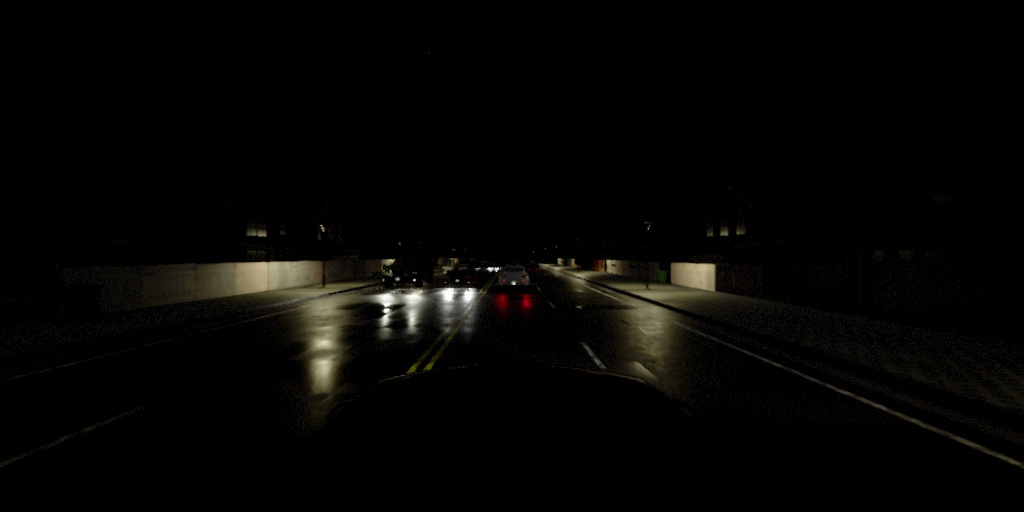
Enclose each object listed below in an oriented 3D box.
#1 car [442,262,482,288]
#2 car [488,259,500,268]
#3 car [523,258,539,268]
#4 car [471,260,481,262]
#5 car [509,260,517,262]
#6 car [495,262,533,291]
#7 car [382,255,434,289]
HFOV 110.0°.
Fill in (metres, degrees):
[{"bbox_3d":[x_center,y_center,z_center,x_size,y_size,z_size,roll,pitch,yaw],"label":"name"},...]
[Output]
[{"bbox_3d":[-3.344,1.312,23.895,1.994,1.385,4.181,0,0,0],"label":"car"},{"bbox_3d":[-3.259,1.299,64.734,2.128,1.511,4.902,0,0,1],"label":"car"},{"bbox_3d":[3.361,1.397,59.727,1.895,1.301,4.718,0,0,0],"label":"car"},{"bbox_3d":[-6.499,1.348,64.676,2.033,1.411,5.357,0,0,0],"label":"car"},{"bbox_3d":[0.109,1.349,55.596,1.994,1.385,4.181,0,0,0],"label":"car"},{"bbox_3d":[0.102,1.275,21.991,1.812,1.442,4.674,0,0,0],"label":"car"},{"bbox_3d":[-6.593,0.967,23.453,2.150,2.045,5.566,0,0,0],"label":"car"}]
